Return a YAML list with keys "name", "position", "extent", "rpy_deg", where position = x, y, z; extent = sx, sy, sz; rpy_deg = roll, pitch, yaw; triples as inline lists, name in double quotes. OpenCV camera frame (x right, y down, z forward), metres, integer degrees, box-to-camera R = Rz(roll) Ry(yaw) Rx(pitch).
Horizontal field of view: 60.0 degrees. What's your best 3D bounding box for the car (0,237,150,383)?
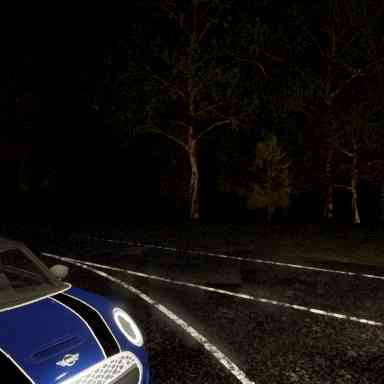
- name: "car"
  position: [-2.634, 1.338, 3.756]
  extent: [4.553, 1.767, 2.097]
  rpy_deg: [1, 0, 35]
